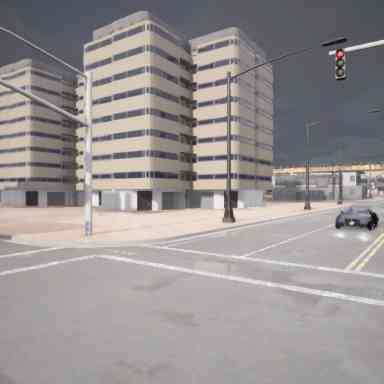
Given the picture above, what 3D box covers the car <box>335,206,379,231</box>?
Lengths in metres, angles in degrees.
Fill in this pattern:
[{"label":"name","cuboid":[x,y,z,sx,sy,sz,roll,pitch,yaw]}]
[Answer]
[{"label":"car","cuboid":[10.244,1.569,20.563,1.994,1.385,4.181,0,0,35]}]
